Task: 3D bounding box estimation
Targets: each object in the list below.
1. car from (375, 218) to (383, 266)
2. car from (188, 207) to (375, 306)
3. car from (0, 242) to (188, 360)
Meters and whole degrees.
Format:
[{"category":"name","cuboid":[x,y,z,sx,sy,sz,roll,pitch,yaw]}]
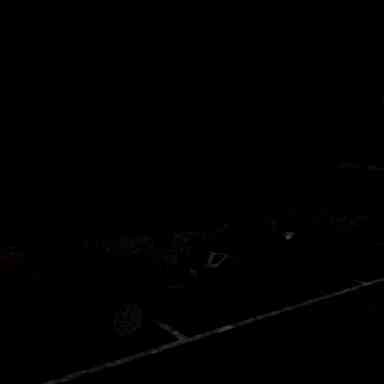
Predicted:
[{"category":"car","cuboid":[6.664,1.586,11.515,4.313,1.339,1.947,0,0,-36]},{"category":"car","cuboid":[2.088,1.326,8.245,5.009,1.841,2.192,0,0,-36]},{"category":"car","cuboid":[-2.491,1.546,4.978,4.507,1.381,1.887,0,0,-36]}]
